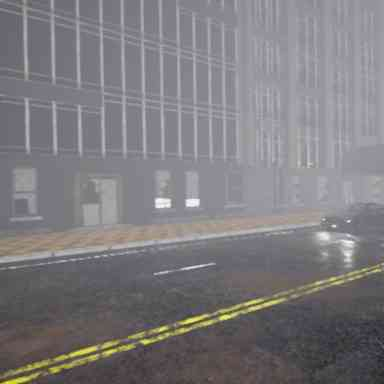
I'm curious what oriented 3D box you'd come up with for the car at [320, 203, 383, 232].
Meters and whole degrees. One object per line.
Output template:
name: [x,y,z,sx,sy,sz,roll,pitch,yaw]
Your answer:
car: [9.335,1.304,18.323,5.357,1.411,2.033,-1,1,-35]
